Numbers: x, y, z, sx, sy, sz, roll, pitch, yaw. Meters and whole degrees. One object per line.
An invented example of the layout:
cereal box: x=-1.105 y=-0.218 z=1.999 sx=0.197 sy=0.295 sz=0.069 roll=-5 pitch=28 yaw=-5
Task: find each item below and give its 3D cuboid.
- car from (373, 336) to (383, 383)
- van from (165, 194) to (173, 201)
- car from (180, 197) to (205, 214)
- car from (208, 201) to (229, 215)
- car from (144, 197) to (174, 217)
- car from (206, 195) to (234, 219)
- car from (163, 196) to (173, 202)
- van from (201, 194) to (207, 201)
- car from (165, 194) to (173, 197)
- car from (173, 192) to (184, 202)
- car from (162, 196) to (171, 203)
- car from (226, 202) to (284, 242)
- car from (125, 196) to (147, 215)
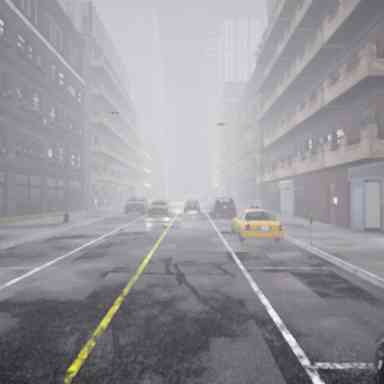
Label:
car: x=2.704 y=1.553 z=1.686 sx=2.008 sy=1.369 sz=4.403 roll=1 pitch=0 yaw=0
van: x=-5.810 y=1.415 z=84.740 sx=1.690 sy=1.788 sz=3.998 roll=1 pitch=0 yaw=0
car: x=0.048 y=1.584 z=36.435 sx=2.033 sy=1.411 sz=5.357 roll=0 pitch=0 yaw=1
car: x=2.703 y=1.617 z=34.929 sx=1.802 sy=1.307 sz=4.206 roll=1 pitch=0 yaw=0
car: x=-3.096 y=1.510 z=32.062 sx=1.882 sy=1.535 sz=5.008 roll=0 pitch=0 yaw=0
car: x=2.708 y=1.345 z=29.389 sx=2.192 sy=1.841 sz=5.009 roll=1 pitch=0 yaw=0
car: x=-5.645 y=1.636 z=79.198 sx=1.947 sy=1.339 sz=4.313 roll=1 pitch=0 yaw=0
van: x=2.707 y=1.407 z=73.711 sx=1.690 sy=1.788 sz=3.998 roll=1 pitch=0 yaw=0
car: x=-5.644 y=1.612 z=68.118 sx=2.008 sy=1.369 sz=4.403 roll=1 pitch=0 yaw=0
car: x=-3.001 y=1.096 z=73.254 sx=2.150 sy=2.045 sz=5.566 roll=0 pitch=0 yaw=0
car: x=-5.645 y=1.648 z=73.659 sx=1.802 sy=1.307 sz=4.206 roll=1 pitch=0 yaw=0
car: x=3.000 y=1.473 z=16.256 sx=1.801 sy=1.575 sz=5.366 roll=0 pitch=0 yaw=0
car: x=-5.673 y=1.350 z=34.876 sx=2.192 sy=1.841 sz=5.009 roll=1 pitch=0 yaw=0
